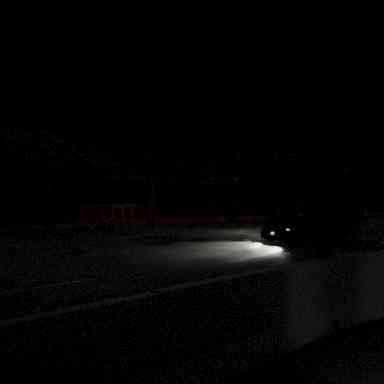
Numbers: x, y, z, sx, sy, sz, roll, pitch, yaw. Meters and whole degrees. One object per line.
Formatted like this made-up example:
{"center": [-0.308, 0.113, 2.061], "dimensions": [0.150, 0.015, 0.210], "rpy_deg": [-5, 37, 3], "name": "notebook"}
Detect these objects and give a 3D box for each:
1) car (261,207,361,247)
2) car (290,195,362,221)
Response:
{"center": [5.169, 1.550, 14.904], "dimensions": [4.181, 1.385, 1.994], "rpy_deg": [0, 0, -27], "name": "car"}
{"center": [7.754, 1.211, 20.160], "dimensions": [5.566, 2.045, 2.150], "rpy_deg": [0, 0, -25], "name": "car"}
